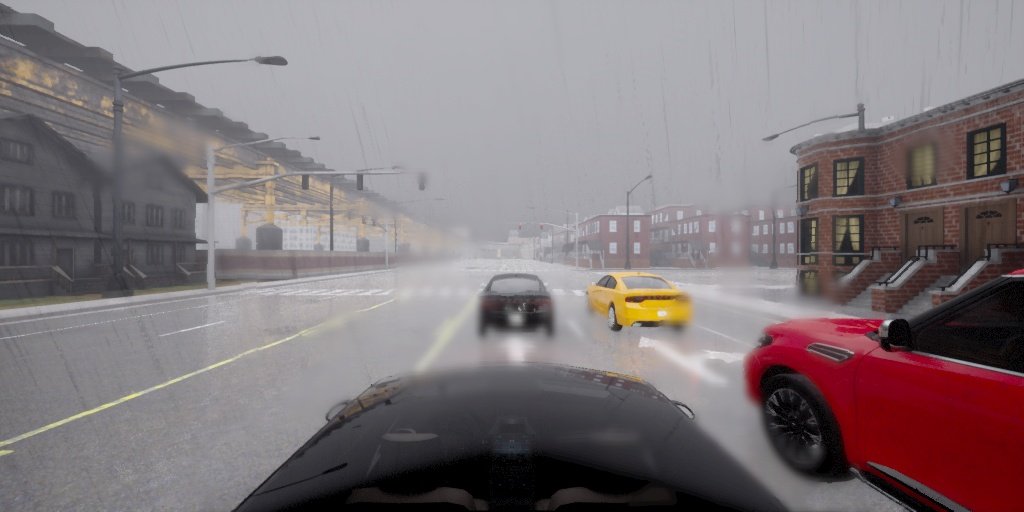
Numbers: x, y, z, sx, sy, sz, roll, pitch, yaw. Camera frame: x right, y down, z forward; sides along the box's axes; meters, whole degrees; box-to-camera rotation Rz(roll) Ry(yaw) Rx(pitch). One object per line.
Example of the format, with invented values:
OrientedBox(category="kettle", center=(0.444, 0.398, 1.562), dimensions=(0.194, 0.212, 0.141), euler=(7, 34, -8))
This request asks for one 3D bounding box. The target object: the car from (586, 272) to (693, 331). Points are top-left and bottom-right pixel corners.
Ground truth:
OrientedBox(category="car", center=(3.612, 1.228, 11.049), dimensions=(1.882, 1.535, 5.008), euler=(0, 0, 0))

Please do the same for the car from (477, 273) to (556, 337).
OrientedBox(category="car", center=(0.109, 1.228, 10.347), dimensions=(1.882, 1.535, 5.008), euler=(0, 0, 0))

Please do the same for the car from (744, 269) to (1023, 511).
OrientedBox(category="car", center=(3.598, 0.971, 1.524), dimensions=(2.150, 2.045, 5.566), euler=(0, 0, 0))
